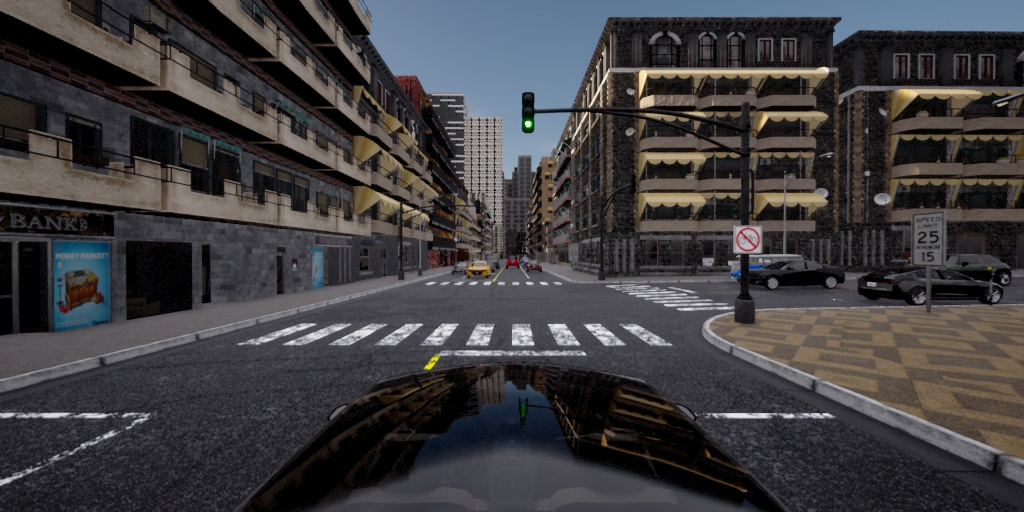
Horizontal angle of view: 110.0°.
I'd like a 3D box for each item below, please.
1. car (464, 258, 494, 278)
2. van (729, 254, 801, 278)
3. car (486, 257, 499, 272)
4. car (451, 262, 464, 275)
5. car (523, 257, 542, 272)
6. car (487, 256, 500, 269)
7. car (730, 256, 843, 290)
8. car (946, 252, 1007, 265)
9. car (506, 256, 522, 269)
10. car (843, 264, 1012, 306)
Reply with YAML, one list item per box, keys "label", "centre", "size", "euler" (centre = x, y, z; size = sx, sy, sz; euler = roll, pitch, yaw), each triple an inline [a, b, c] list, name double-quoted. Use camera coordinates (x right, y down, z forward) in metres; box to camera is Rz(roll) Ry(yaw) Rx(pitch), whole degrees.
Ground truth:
- label: "car"
  centre: [-3.077, 1.244, 34.029]
  size: [1.882, 1.535, 5.008]
  euler: [0, 0, 0]
- label: "van"
  centre: [15.670, 0.791, 22.069]
  size: [3.998, 1.789, 1.690]
  euler: [0, 0, -1]
- label: "car"
  centre: [-3.065, 1.268, 44.433]
  size: [2.128, 1.511, 4.902]
  euler: [0, 0, 0]
- label: "car"
  centre: [-5.663, 1.322, 39.969]
  size: [2.007, 1.370, 4.403]
  euler: [0, 0, 0]
- label: "car"
  centre: [2.721, 1.217, 45.485]
  size: [1.967, 1.591, 4.097]
  euler: [0, 0, 0]
- label: "car"
  centre: [-3.049, 1.009, 55.047]
  size: [2.150, 2.045, 5.566]
  euler: [0, 0, 0]
- label: "car"
  centre: [15.075, 0.958, 19.467]
  size: [5.008, 1.535, 1.882]
  euler: [-1, 0, -1]
- label: "car"
  centre: [23.926, 0.693, 19.582]
  size: [4.553, 1.767, 2.097]
  euler: [-1, 0, -1]
- label: "car"
  centre: [0.144, 1.013, 59.626]
  size: [2.150, 2.045, 5.566]
  euler: [0, 0, 0]
- label: "car"
  centre: [15.781, 1.082, 13.689]
  size: [4.313, 1.339, 1.948]
  euler: [0, 0, -1]
